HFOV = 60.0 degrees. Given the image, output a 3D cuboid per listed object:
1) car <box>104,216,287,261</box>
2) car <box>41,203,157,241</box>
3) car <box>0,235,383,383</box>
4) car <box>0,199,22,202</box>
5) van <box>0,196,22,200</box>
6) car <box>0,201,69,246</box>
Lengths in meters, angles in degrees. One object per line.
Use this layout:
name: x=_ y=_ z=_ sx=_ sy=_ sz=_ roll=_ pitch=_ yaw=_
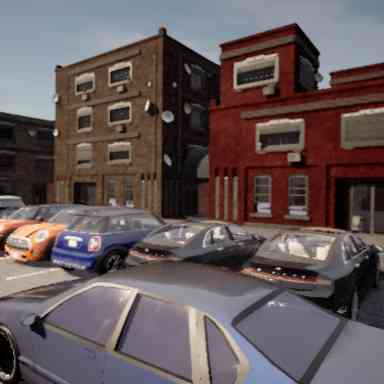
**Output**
car: x=0.452 y=1.462 z=8.624 sx=2.231 sy=1.521 sz=4.892 roll=0 pitch=0 yaw=36
car: x=-1.806 y=1.325 z=10.204 sx=2.185 sy=1.767 sz=4.553 roll=0 pitch=0 yaw=36
car: x=-0.318 y=1.538 z=3.604 sx=5.357 sy=1.411 sz=2.033 roll=0 pitch=0 yaw=36
car: x=-6.259 y=1.308 z=13.458 sx=2.185 sy=1.767 sz=4.553 roll=0 pitch=0 yaw=36
van: x=-10.834 y=1.195 z=16.540 sx=1.878 sy=1.987 sz=4.442 roll=0 pitch=0 yaw=36
car: x=-4.015 y=1.316 z=11.857 sx=2.185 sy=1.767 sz=4.553 roll=0 pitch=0 yaw=36
